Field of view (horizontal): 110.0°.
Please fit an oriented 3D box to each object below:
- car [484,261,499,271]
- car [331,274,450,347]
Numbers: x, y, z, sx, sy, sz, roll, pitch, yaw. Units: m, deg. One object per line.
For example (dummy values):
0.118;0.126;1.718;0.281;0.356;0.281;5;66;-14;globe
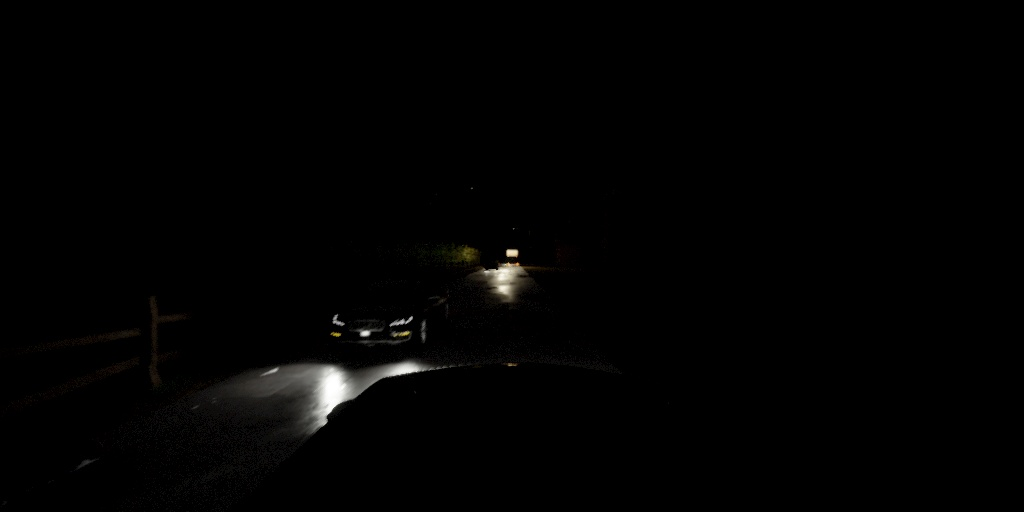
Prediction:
-2.830;1.375;50.841;2.033;1.411;5.357;0;0;0;car
-2.850;1.251;9.387;1.837;1.490;4.892;0;0;0;car
